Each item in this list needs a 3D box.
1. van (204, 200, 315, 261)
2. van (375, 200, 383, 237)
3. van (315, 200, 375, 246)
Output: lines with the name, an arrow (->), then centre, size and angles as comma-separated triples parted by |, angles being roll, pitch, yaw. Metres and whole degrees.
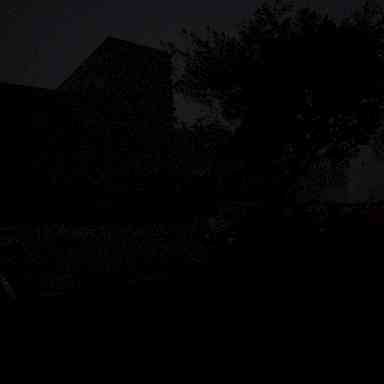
van -> 2.402, 1.317, 12.318 | 4.442, 1.987, 1.878 | 2, 0, -40
van -> 10.877, 1.476, 19.592 | 4.442, 1.987, 1.878 | 2, 0, -42
van -> 6.695, 1.391, 15.882 | 4.442, 1.987, 1.878 | 2, 0, -42
